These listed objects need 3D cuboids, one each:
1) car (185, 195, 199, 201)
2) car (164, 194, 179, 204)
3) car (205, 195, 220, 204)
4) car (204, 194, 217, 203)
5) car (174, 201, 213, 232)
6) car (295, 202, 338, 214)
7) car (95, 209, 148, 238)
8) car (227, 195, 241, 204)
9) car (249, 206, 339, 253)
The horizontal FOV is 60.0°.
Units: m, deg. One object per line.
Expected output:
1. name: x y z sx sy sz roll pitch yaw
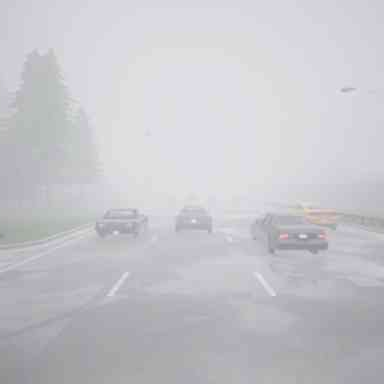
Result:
1. car: -0.009 1.211 53.854 1.837 1.490 4.892 0 0 0
2. car: -3.509 1.305 54.300 1.895 1.301 4.718 0 0 0
3. car: 3.491 1.184 53.854 1.882 1.535 5.008 0 0 0
4. car: 3.490 1.202 63.445 2.033 1.411 5.357 0 0 0
5. car: 0.098 1.459 19.149 1.994 1.385 4.181 0 0 0
6. car: 7.097 1.367 20.203 1.882 1.535 5.008 0 0 0
7. car: -3.402 1.507 17.065 1.895 1.301 4.718 0 0 0
8. car: 6.991 1.225 55.105 1.812 1.442 4.674 0 0 0
9. car: 3.598 1.474 13.280 2.033 1.411 5.357 0 0 0
